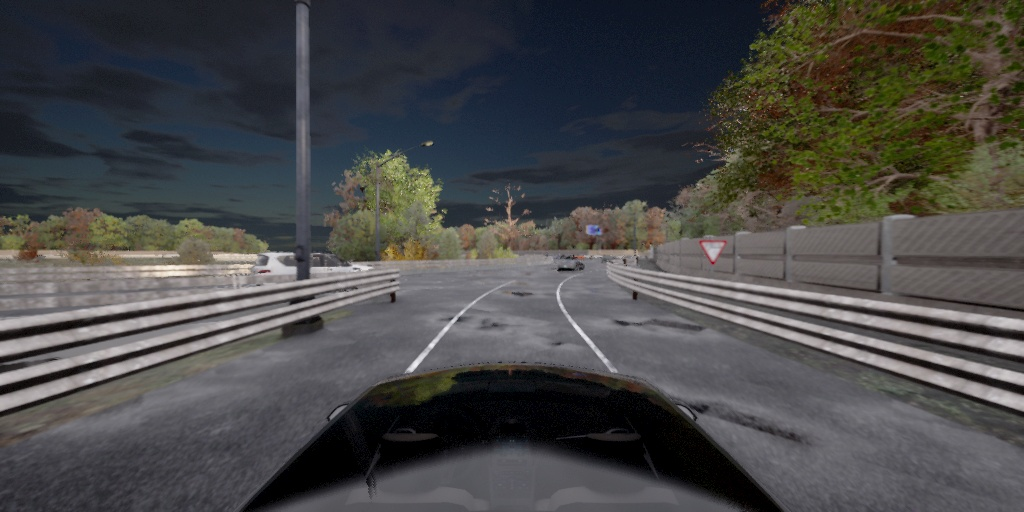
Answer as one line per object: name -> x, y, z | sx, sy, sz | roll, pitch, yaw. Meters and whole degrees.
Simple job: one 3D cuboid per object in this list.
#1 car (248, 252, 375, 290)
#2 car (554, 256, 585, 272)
car -> -9.471, 0.843, 17.561 | 2.150, 2.045, 5.566 | 1, 1, 43
car -> 6.568, 1.022, 39.391 | 1.994, 1.385, 4.181 | 0, 0, 29
